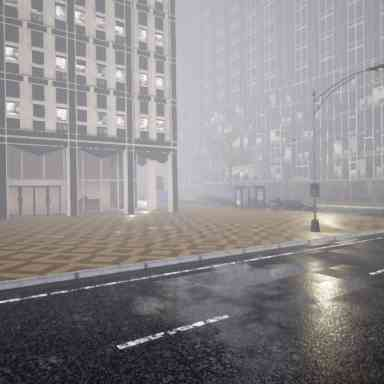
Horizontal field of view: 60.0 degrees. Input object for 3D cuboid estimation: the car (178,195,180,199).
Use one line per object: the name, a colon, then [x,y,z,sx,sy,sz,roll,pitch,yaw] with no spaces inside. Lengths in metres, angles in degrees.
car: [-4.245,0.936,73.263,1.802,1.307,4.206,0,1,-35]

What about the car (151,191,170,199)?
car: [-7.467,0.615,77.941,2.192,1.841,5.009,0,1,-35]

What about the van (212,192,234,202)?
van: [5.420,0.855,59.213,1.690,1.788,3.998,0,1,-35]

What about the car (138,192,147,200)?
car: [-11.149,1.039,68.513,2.008,1.369,4.403,0,1,-35]

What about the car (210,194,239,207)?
car: [4.916,1.319,45.074,1.947,1.339,4.313,0,1,-35]

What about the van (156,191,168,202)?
van: [-4.705,0.937,59.146,1.690,1.788,3.998,0,1,-35]

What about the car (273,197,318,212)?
car: [11.297,1.424,35.665,1.947,1.339,4.313,0,1,-35]

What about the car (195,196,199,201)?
car: [2.199,1.043,63.898,1.802,1.307,4.206,0,1,-35]

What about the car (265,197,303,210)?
car: [11.184,1.341,40.612,1.994,1.385,4.181,-1,1,-34]

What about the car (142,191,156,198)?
car: [-10.689,0.686,82.625,1.967,1.590,4.097,0,1,-35]

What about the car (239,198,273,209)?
car: [8.089,1.388,40.359,1.802,1.307,4.206,0,1,-35]

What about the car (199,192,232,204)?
car: [3.628,1.161,51.613,1.837,1.490,4.892,-1,1,-34]
